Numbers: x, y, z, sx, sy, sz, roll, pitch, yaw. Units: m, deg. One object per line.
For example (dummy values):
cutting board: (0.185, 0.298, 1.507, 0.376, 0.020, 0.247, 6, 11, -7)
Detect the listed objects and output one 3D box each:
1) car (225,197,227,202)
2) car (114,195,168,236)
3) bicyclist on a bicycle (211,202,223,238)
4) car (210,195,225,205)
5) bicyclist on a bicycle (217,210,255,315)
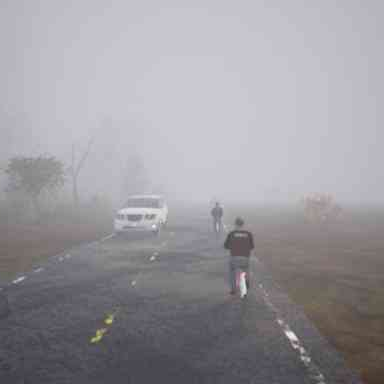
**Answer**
car: (6.606, 1.469, 73.503, 1.994, 1.385, 4.181, 0, 0, 11)
car: (-2.617, 1.194, 18.512, 2.150, 2.045, 5.566, 0, 0, 3)
bicyclist on a bicycle: (1.201, 1.348, 15.844, 0.659, 1.776, 1.843, 0, 0, 2)
car: (4.073, 1.496, 56.429, 1.994, 1.385, 4.181, 0, 0, 8)
bicyclist on a bicycle: (0.929, 1.361, 6.639, 0.659, 1.776, 1.843, 0, 0, 1)
